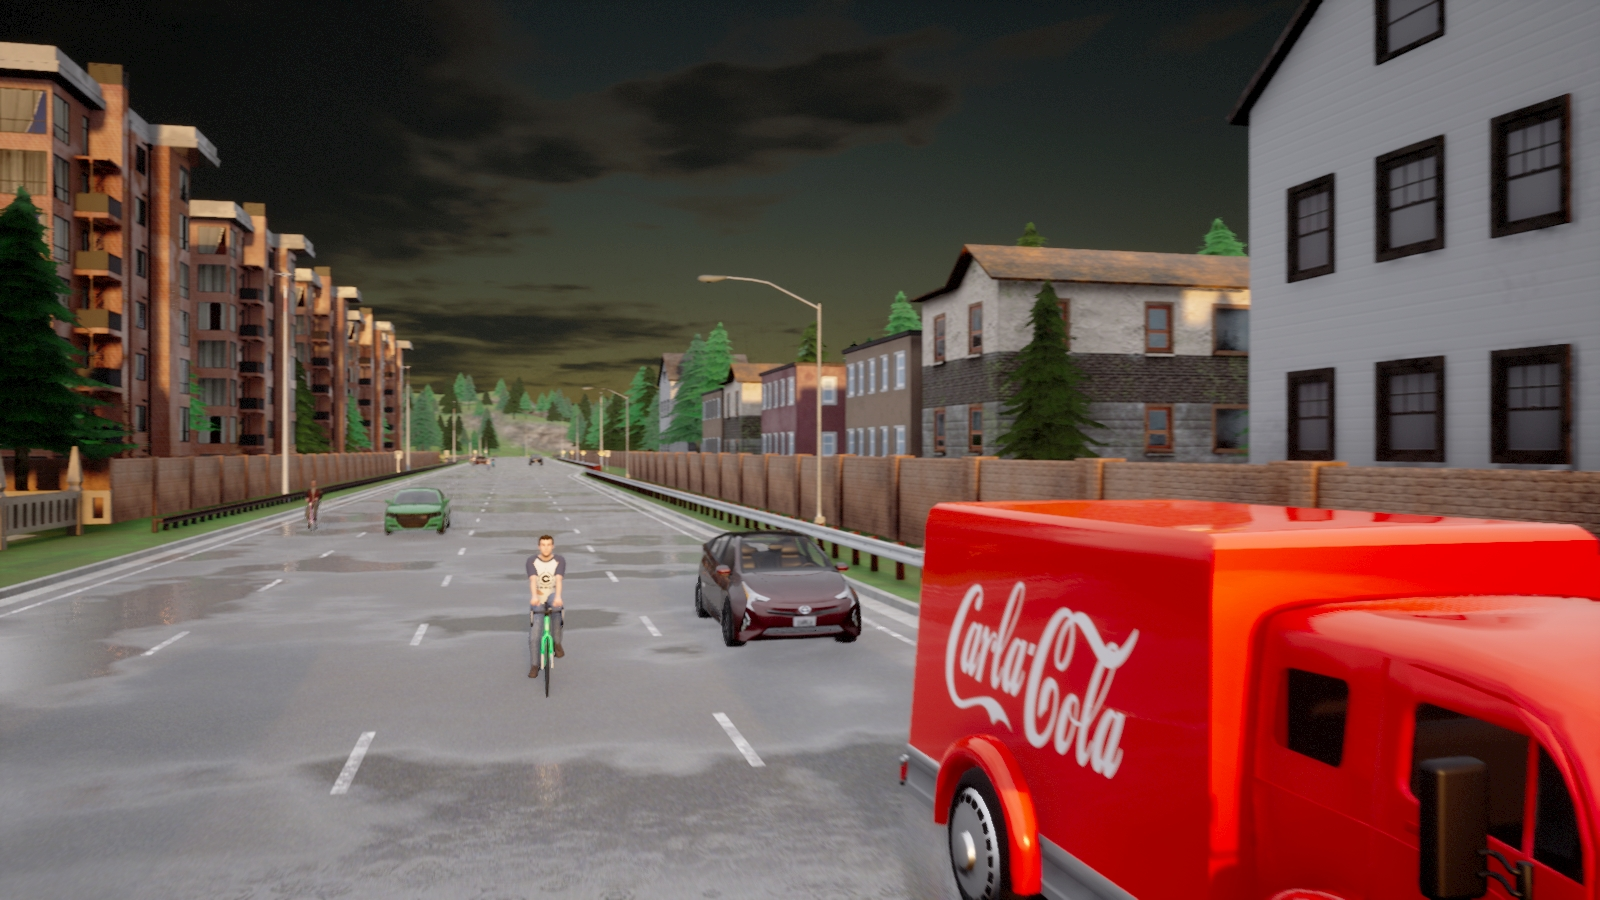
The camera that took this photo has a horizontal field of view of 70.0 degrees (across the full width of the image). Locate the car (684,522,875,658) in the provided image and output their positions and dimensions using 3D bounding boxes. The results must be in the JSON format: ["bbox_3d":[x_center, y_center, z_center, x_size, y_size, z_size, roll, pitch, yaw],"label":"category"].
[{"bbox_3d":[-0.484,2.038,17.793,2.007,1.525,4.514,0,0,-14],"label":"car"}]

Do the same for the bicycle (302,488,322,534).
[{"bbox_3d":[-16.581,2.062,38.861,0.329,1.471,1.835,0,0,-14],"label":"bicycle"}]

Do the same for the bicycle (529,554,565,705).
[{"bbox_3d":[-2.982,2.055,13.424,0.373,1.496,1.643,0,0,-14],"label":"bicycle"}]

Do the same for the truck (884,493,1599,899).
[{"bbox_3d":[2.510,1.564,5.806,2.627,2.467,5.204,0,0,-15],"label":"truck"}]

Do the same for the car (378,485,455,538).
[{"bbox_3d":[-13.028,2.034,39.060,2.097,1.535,5.006,0,0,-14],"label":"car"}]
